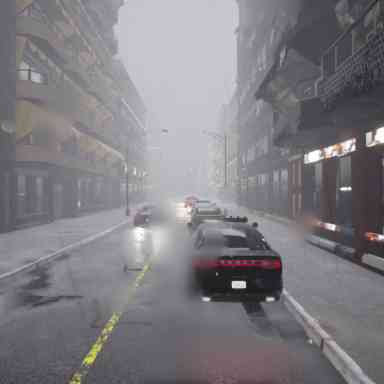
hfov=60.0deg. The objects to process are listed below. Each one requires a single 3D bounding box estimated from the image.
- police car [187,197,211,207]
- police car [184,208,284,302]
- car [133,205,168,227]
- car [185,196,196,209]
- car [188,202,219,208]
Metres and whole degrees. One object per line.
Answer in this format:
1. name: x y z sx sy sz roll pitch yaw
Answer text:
1. police car: 0.825 1.434 24.437 1.930 1.638 5.238 0 0 0
2. police car: 0.825 1.427 8.436 1.930 1.638 5.238 0 0 0
3. car: -2.750 1.571 22.700 1.994 1.385 4.181 0 0 0
4. car: 0.034 1.383 47.121 2.097 1.767 4.553 0 0 0
5. car: 0.825 1.511 18.327 1.837 1.490 4.892 0 0 0
